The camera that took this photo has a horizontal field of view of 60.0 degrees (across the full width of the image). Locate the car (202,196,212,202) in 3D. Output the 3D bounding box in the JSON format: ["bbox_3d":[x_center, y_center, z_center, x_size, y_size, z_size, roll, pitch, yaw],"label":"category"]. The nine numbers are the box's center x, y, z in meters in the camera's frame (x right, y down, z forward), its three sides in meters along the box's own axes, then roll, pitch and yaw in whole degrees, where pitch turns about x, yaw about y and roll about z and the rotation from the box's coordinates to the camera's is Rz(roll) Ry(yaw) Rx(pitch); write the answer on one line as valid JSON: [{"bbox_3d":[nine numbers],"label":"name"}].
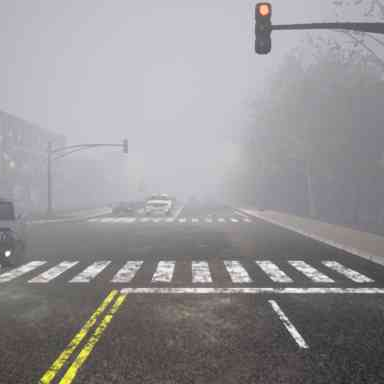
[{"bbox_3d":[3.345,1.525,74.750,2.033,1.411,5.357,0,0,0],"label":"car"}]

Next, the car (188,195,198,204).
[{"bbox_3d":[0.182,1.480,64.652,2.128,1.511,4.902,0,0,0],"label":"car"}]

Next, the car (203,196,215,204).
[{"bbox_3d":[3.432,1.589,64.732,1.895,1.301,4.718,0,0,0],"label":"car"}]

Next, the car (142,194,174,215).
[{"bbox_3d":[-3.299,1.218,33.745,2.150,2.045,5.566,0,0,0],"label":"car"}]

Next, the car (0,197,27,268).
[{"bbox_3d":[-6.846,1.220,11.132,2.150,2.045,5.566,2,0,-23],"label":"car"}]

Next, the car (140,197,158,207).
[{"bbox_3d":[-6.523,1.484,51.135,2.128,1.511,4.902,0,0,0],"label":"car"}]

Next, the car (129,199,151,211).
[{"bbox_3d":[-6.531,1.558,42.081,1.994,1.385,4.181,0,0,1],"label":"car"}]

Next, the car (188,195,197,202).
[{"bbox_3d":[0.098,1.463,75.027,1.882,1.535,5.008,0,0,0],"label":"car"}]

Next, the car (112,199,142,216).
[{"bbox_3d":[-6.553,1.597,33.154,1.895,1.301,4.718,0,0,0],"label":"car"}]

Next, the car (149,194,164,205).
[{"bbox_3d":[-6.484,1.342,61.189,2.097,1.767,4.553,0,0,0],"label":"car"}]

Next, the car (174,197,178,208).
[{"bbox_3d":[-3.285,1.595,43.802,1.895,1.301,4.718,0,0,1],"label":"car"}]
